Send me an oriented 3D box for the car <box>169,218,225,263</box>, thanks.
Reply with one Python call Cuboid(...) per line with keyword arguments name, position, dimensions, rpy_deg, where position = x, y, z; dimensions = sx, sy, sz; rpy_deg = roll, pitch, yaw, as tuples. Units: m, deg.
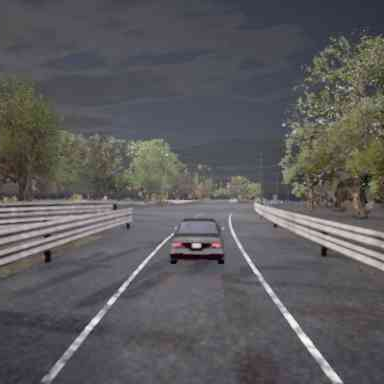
Cuboid(name="car", position=(0.256, 1.658, 12.381), dimensions=(2.033, 1.411, 5.357), rpy_deg=(0, 0, 3))
